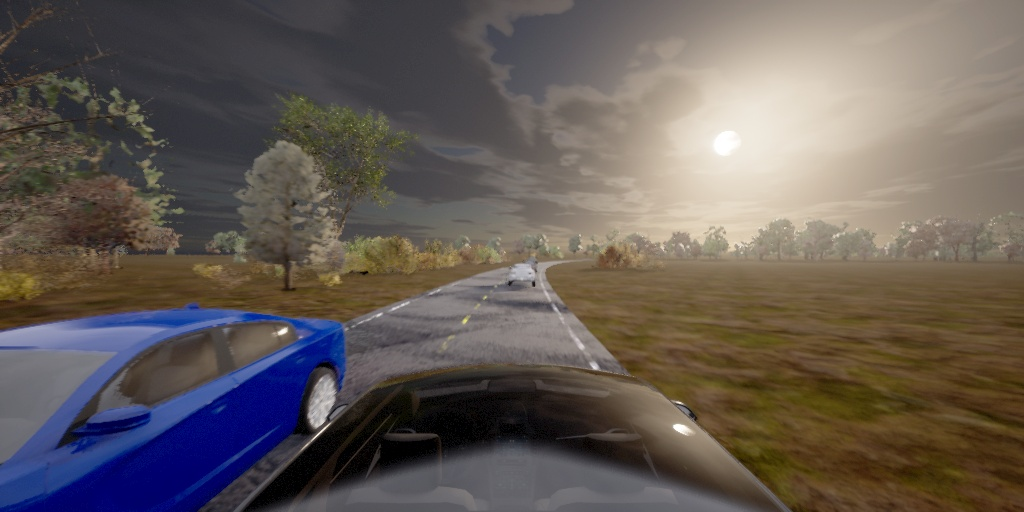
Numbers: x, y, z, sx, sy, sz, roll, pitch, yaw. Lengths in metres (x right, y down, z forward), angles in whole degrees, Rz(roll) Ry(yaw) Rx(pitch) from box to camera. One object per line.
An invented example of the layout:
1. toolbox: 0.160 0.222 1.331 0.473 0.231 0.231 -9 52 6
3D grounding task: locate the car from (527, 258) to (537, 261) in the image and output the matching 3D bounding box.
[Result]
1. car: 2.108 1.247 43.702 2.033 1.411 5.357 0 0 6

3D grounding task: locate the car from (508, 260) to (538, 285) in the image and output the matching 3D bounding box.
1. car: 0.728 1.243 25.317 1.812 1.442 4.674 0 0 3

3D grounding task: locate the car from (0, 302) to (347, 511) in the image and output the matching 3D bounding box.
1. car: -3.074 1.211 2.615 1.882 1.535 5.008 0 0 0
